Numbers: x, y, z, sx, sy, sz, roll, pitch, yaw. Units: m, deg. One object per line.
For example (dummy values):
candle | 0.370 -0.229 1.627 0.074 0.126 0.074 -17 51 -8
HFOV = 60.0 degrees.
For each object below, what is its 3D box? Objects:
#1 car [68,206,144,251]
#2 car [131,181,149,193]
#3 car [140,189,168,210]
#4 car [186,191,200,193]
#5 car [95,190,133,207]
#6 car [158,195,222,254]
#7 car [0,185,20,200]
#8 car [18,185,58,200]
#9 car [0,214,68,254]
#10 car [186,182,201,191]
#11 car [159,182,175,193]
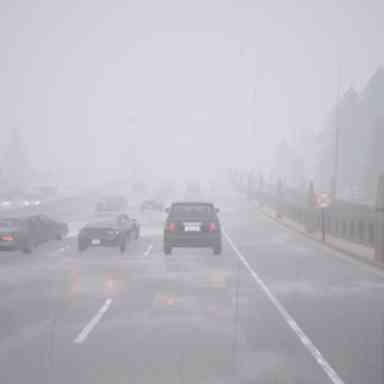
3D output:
car | -3.478 1.584 14.362 1.812 1.442 4.674 0 1 0
car | -6.814 -0.722 44.015 2.128 1.511 4.902 0 7 0
car | -3.406 0.859 29.260 1.812 1.442 4.674 0 5 1
car | 0.090 0.948 29.007 1.895 1.301 4.718 0 5 0
car | -6.912 0.912 28.931 2.033 1.411 5.357 0 5 0
car | 0.017 1.278 13.986 2.150 2.045 5.566 0 1 0
car | -20.861 -0.005 38.220 1.837 1.490 4.892 0 6 1
car | -17.356 -0.002 38.440 2.033 1.411 5.357 0 7 1
car | -6.983 1.617 13.982 2.033 1.411 5.357 0 1 0
car | 0.186 -0.674 43.970 2.033 1.411 5.357 0 7 0
car | -3.314 -0.671 43.993 2.033 1.411 5.357 0 7 0
